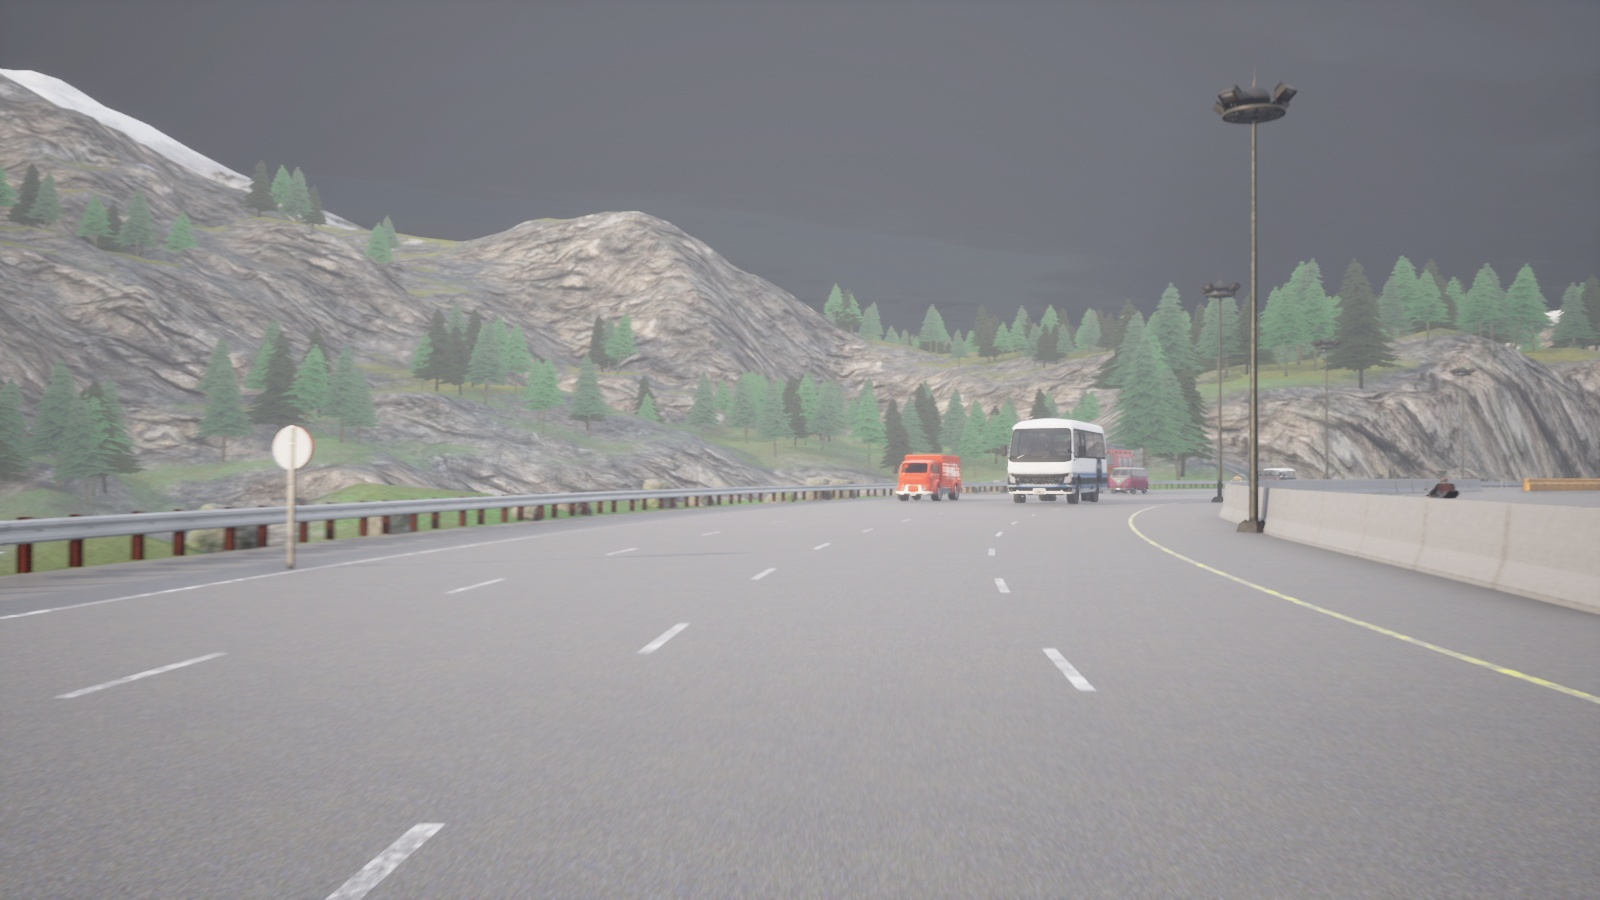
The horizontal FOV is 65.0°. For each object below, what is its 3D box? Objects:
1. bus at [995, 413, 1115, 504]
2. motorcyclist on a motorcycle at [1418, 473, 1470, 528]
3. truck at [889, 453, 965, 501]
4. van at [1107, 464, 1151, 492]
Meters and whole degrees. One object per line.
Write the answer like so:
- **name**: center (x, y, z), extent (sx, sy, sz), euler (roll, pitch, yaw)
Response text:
- **bus**: center (13.250, 0.490, 64.357), extent (3.944, 4.253, 10.273), euler (-1, -1, 23)
- **motorcyclist on a motorcycle**: center (18.608, 1.425, 36.351), extent (0.866, 1.530, 2.191), euler (0, -1, 14)
- **truck**: center (6.866, 1.437, 67.160), extent (2.627, 2.467, 5.204), euler (-1, -1, 23)
- **van**: center (24.223, 2.070, 92.439), extent (1.775, 1.987, 4.442), euler (-1, -1, 33)
